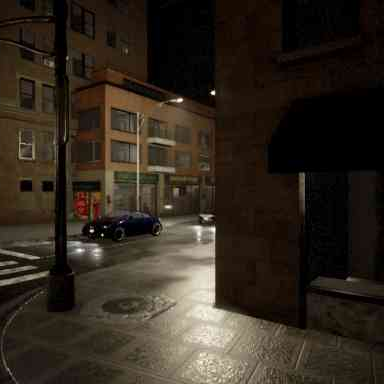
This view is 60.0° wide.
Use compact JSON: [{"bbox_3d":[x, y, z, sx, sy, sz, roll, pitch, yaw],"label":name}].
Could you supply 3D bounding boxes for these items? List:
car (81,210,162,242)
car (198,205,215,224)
[{"bbox_3d":[-3.400,1.594,16.726,1.994,1.385,4.181,0,0,35],"label":"car"},{"bbox_3d":[2.309,1.580,24.737,1.812,1.442,4.674,0,0,35],"label":"car"}]
